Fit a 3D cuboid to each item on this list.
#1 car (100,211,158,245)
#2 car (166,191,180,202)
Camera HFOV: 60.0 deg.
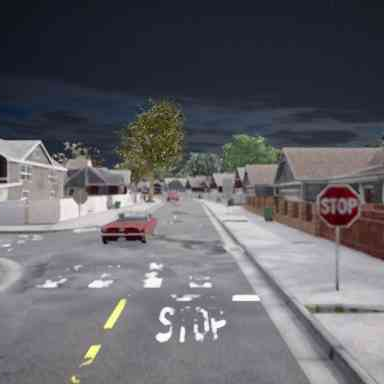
[{"bbox_3d":[-2.722,1.554,15.195,1.895,1.301,4.718,-1,0,0],"label":"car"},{"bbox_3d":[-3.535,0.805,61.298,2.150,2.045,5.566,0,1,-6],"label":"car"}]
